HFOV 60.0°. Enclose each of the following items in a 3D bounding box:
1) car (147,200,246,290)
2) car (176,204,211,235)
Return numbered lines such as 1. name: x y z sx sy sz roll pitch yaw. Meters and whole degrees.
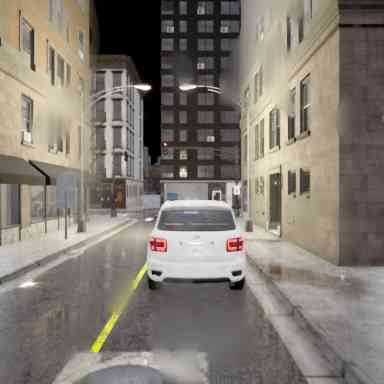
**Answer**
1. car: 0.090 1.221 9.215 2.150 2.045 5.566 0 0 0
2. car: 0.060 1.524 19.538 1.812 1.442 4.674 0 0 0
